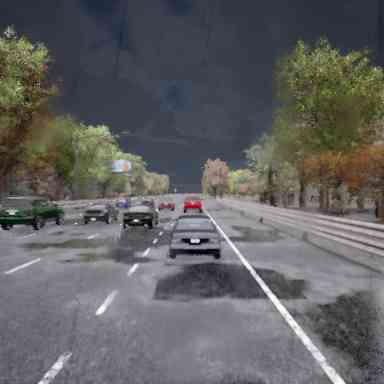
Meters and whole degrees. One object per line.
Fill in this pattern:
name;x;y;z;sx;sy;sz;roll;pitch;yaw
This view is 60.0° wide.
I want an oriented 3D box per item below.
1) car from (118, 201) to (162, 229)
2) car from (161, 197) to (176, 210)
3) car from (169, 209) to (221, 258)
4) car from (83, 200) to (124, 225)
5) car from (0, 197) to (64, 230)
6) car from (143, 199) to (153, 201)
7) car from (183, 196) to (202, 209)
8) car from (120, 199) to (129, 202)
car;-3.399;1.606;22.714;1.882;1.535;5.008;0;0;0
car;-3.400;1.612;45.757;2.097;1.767;4.553;0;0;0
car;0.099;1.622;13.134;2.033;1.411;5.357;0;0;0
car;-6.900;1.651;25.679;1.837;1.490;4.892;0;0;0
car;-10.401;1.346;21.961;2.150;2.045;5.566;0;0;0
car;-6.901;1.805;52.543;1.837;1.490;4.892;0;0;0
car;0.100;1.460;41.612;2.150;2.045;5.566;0;0;0
car;-10.399;1.813;50.602;1.812;1.442;4.674;0;0;0
